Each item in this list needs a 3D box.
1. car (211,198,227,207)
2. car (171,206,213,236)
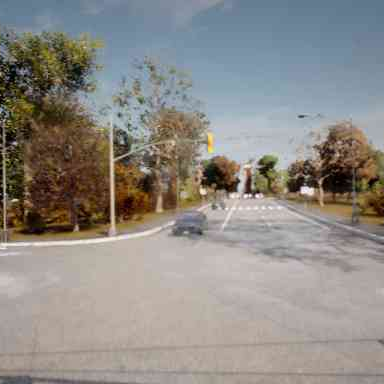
[{"bbox_3d":[3.766,1.563,46.154,1.837,1.490,4.892,-2,1,9],"label":"car"},{"bbox_3d":[0.042,1.942,21.568,2.033,1.411,5.357,-1,-1,8],"label":"car"}]
